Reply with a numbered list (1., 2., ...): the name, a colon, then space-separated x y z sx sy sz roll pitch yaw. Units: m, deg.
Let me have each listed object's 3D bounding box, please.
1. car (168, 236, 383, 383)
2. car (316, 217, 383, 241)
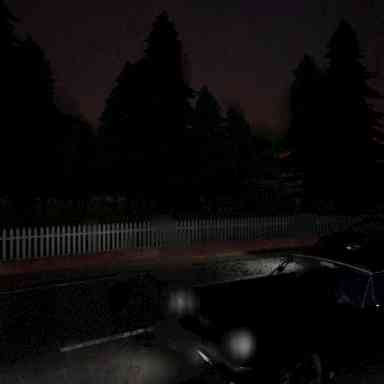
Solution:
1. car: 2.089 1.601 4.916 4.718 1.301 1.895 0 0 -27
2. car: 6.061 1.526 10.422 4.674 1.442 1.812 0 0 -20
